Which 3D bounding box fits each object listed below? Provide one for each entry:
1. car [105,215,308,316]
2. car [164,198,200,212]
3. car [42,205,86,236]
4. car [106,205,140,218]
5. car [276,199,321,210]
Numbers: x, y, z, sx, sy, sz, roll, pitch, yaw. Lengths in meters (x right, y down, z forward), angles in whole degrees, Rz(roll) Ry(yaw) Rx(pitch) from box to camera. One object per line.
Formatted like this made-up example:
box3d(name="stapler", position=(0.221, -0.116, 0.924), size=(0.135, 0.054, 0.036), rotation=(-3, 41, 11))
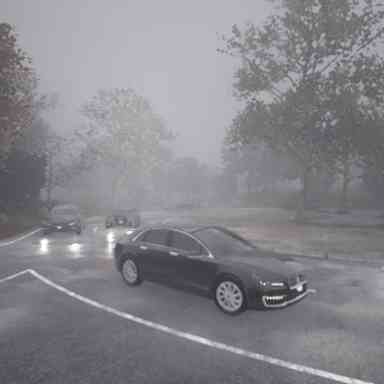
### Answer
box3d(name="car", position=(0.155, 1.510, 7.690), size=(4.892, 1.490, 1.837), rotation=(0, 0, 41))
box3d(name="car", position=(-1.152, 1.507, 39.612), size=(4.902, 1.511, 2.128), rotation=(0, 0, -41))
box3d(name="car", position=(-7.088, 1.505, 18.732), size=(1.837, 1.490, 4.892), rotation=(0, 0, -13))
box3d(name="car", position=(-4.390, 1.570, 21.473), size=(1.994, 1.385, 4.181), rotation=(0, 0, -6))
box3d(name="car", position=(13.453, 1.541, 42.176), size=(5.357, 1.411, 2.033), rotation=(1, 0, 3))
